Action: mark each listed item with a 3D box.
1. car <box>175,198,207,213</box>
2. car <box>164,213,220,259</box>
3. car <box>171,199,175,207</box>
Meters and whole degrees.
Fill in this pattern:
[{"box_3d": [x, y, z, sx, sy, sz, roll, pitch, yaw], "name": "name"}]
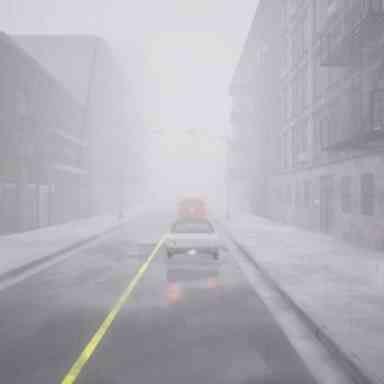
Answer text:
[{"box_3d": [0.034, 1.491, 27.554, 2.150, 2.045, 5.566, 0, 0, 0], "name": "car"}, {"box_3d": [0.028, 1.730, 13.241, 1.895, 1.301, 4.718, 0, -1, 1], "name": "car"}, {"box_3d": [-2.963, 2.123, 65.667, 1.837, 1.490, 4.892, 0, 0, 0], "name": "car"}]
